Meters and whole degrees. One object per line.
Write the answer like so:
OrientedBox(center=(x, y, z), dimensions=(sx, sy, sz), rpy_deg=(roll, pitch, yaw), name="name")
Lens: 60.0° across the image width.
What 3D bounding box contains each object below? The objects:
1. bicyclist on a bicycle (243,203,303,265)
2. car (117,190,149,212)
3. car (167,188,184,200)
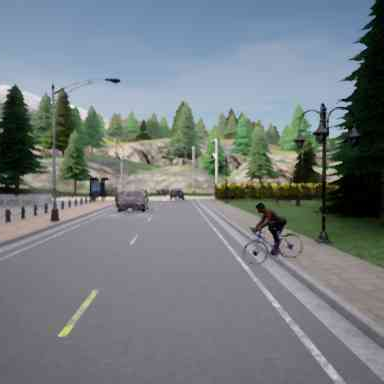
OrientedBox(center=(2.109, 1.095, 8.942), dimensions=(1.656, 1.620, 0.582), rpy_deg=(-10, 2, -2), name="bicyclist on a bicycle")
OrientedBox(center=(-4.654, 0.656, 26.676), dimensions=(2.097, 1.767, 4.553), rpy_deg=(0, 2, -3), name="car")
OrientedBox(center=(-2.240, 0.238, 44.706), dimensions=(1.837, 1.490, 4.892), rpy_deg=(0, 2, -10), name="car")
